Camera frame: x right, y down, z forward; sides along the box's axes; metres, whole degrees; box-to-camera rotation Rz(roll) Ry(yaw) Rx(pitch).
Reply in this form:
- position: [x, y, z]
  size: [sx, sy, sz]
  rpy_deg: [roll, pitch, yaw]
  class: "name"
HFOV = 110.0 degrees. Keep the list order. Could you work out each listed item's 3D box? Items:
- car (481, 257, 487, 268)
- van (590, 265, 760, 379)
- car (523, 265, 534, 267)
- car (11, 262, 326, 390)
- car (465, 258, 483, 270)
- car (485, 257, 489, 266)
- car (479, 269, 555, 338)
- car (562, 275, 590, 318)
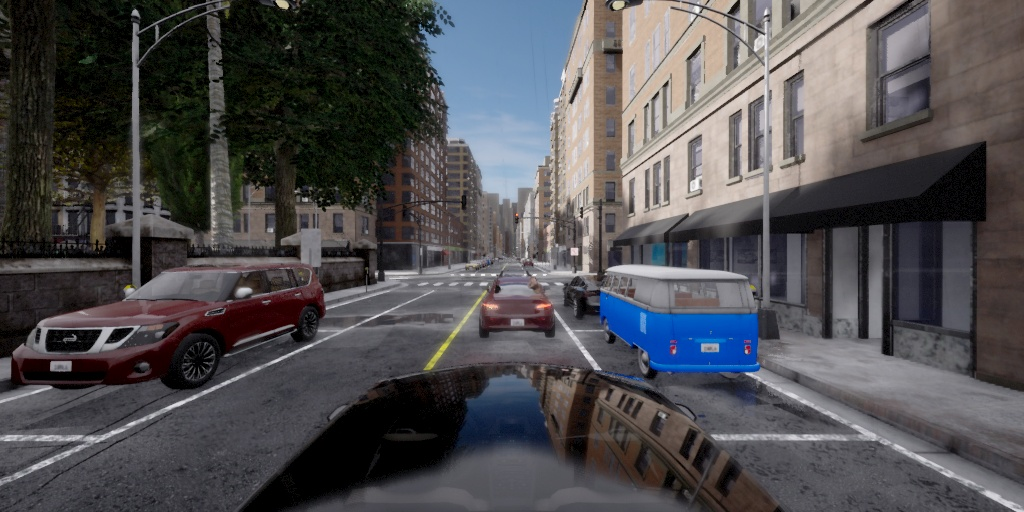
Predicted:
- position: [-5.530, 1.271, 56.153]
  size: [2.007, 1.370, 4.403]
  rpy_deg: [0, 0, 0]
  class: "car"
- position: [2.870, 1.090, 7.033]
  size: [1.690, 1.789, 3.998]
  rpy_deg: [0, 0, 0]
  class: "van"
- position: [0.119, 1.345, 18.896]
  size: [1.895, 1.301, 4.718]
  rpy_deg: [0, 0, -1]
  class: "car"
- position: [-5.655, 1.064, 7.014]
  size: [2.192, 1.841, 5.009]
  rpy_deg: [0, 0, 0]
  class: "car"
- position: [-5.545, 1.248, 50.533]
  size: [1.751, 1.417, 4.829]
  rpy_deg: [0, 0, 0]
  class: "car"
- position: [-5.517, 1.265, 61.605]
  size: [1.888, 1.381, 4.507]
  rpy_deg: [0, 0, 0]
  class: "car"
- position: [0.126, 1.274, 10.074]
  size: [1.812, 1.442, 4.674]
  rpy_deg: [0, 0, 0]
  class: "car"
- position: [2.884, 1.313, 12.693]
  size: [1.948, 1.339, 4.313]
  rpy_deg: [0, 0, 0]
  class: "car"
